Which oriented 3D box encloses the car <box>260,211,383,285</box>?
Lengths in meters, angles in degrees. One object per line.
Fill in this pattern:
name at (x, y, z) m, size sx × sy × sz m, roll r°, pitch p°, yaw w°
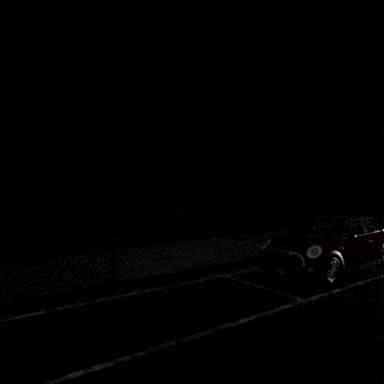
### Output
car at (3.758, 1.377, 9.224) m, size 4.097 × 1.590 × 1.967 m, roll -1°, pitch 0°, yaw -36°
